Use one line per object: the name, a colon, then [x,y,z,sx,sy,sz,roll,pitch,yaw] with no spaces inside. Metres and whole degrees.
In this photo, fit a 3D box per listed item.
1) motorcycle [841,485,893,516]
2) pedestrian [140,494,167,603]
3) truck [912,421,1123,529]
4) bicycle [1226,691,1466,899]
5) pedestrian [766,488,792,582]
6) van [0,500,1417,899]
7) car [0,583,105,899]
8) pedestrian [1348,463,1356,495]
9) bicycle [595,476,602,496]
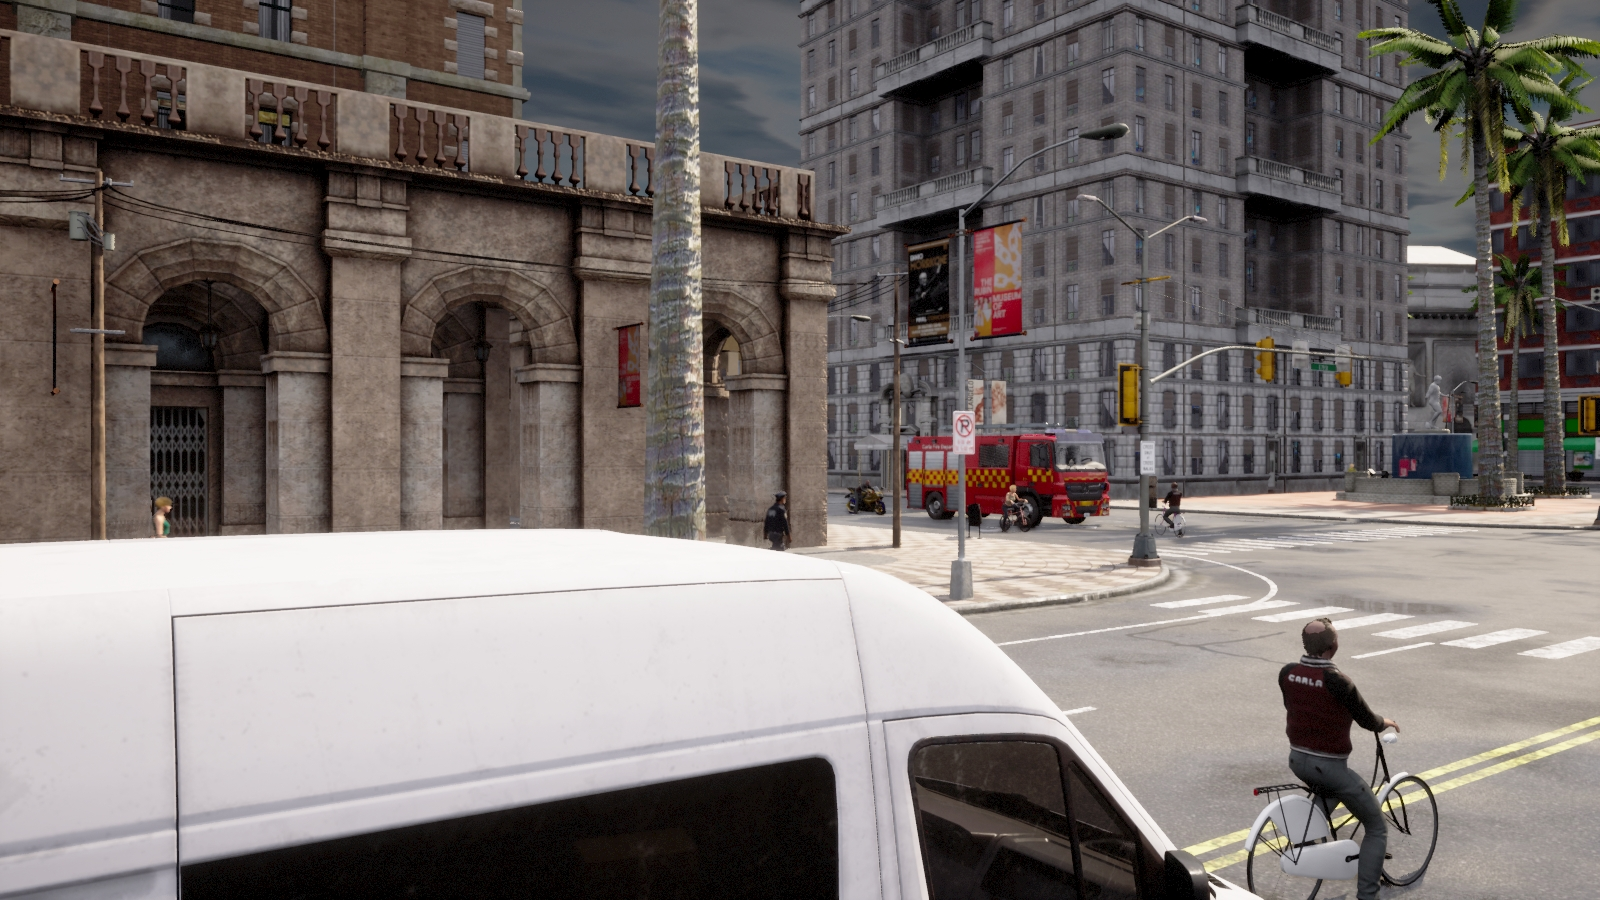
motorcycle: [2.904,2.205,49.916,2.209,1.251,0.867,0,0,42]
pedestrian: [-11.241,1.698,19.866,0.375,1.860,0.375,0,0,-35]
truck: [8.260,0.891,44.593,2.891,3.827,8.468,0,0,-35]
bicycle: [3.417,2.210,7.085,1.835,1.171,0.329,0,0,-29]
pedestrian: [-0.420,1.696,22.912,0.375,1.860,0.375,0,0,-34]
van: [-0.760,1.534,3.254,5.915,2.561,1.988,0,0,-35]
car: [-5.772,1.779,4.015,5.566,2.045,2.150,0,0,-35]
pedestrian: [32.238,1.696,66.730,0.375,1.860,0.375,0,0,37]
bicycle: [-12.584,2.210,71.188,0.329,1.171,1.835,0,0,-13]
